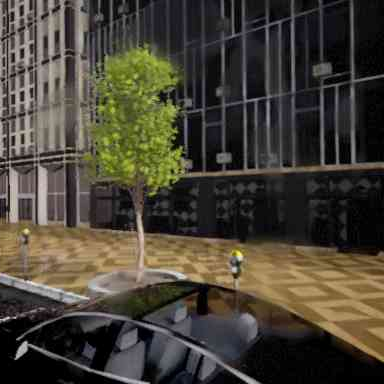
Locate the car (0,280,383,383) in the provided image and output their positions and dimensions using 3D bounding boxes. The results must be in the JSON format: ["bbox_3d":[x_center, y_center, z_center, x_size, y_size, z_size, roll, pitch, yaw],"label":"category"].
[{"bbox_3d":[-0.463,1.585,3.206,4.313,1.339,1.947,-1,-1,35],"label":"car"}]
